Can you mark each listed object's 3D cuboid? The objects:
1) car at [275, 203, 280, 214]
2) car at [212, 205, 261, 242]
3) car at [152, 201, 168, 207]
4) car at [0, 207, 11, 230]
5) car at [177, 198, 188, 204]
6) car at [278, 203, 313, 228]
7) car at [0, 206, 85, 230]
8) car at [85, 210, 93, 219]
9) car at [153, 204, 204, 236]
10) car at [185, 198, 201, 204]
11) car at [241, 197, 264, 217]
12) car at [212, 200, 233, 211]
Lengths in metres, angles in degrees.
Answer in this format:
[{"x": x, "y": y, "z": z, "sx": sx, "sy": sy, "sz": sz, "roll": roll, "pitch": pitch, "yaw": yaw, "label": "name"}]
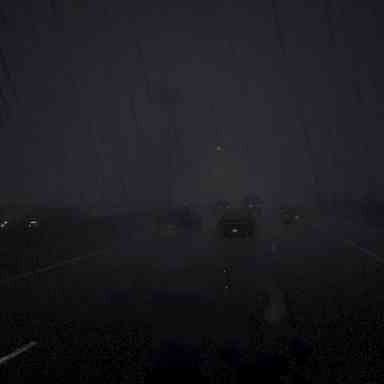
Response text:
[{"x": 11.104, "y": 1.971, "z": 40.688, "sx": 1.895, "sy": 1.301, "sz": 4.718, "roll": -1, "pitch": -1, "yaw": 12, "label": "car"}, {"x": 2.535, "y": 1.656, "z": 17.749, "sx": 1.882, "sy": 1.535, "sz": 5.008, "roll": -1, "pitch": -1, "yaw": 13, "label": "car"}, {"x": -5.868, "y": 2.410, "z": 62.301, "sx": 2.033, "sy": 1.411, "sz": 5.357, "roll": -1, "pitch": -2, "yaw": 13, "label": "car"}, {"x": -14.619, "y": 1.855, "z": 21.931, "sx": 1.882, "sy": 1.535, "sz": 5.008, "roll": -1, "pitch": -1, "yaw": 12, "label": "car"}, {"x": -1.469, "y": 2.244, "z": 66.016, "sx": 2.150, "sy": 2.045, "sz": 5.566, "roll": -1, "pitch": -3, "yaw": 13, "label": "car"}, {"x": 7.611, "y": 1.776, "z": 24.448, "sx": 1.994, "sy": 1.385, "sz": 4.181, "roll": -1, "pitch": -1, "yaw": 12, "label": "car"}, {"x": -8.227, "y": 1.633, "z": 18.419, "sx": 2.097, "sy": 1.767, "sz": 4.553, "roll": -1, "pitch": -1, "yaw": 12, "label": "car"}, {"x": -9.989, "y": 1.941, "z": 26.792, "sx": 2.033, "sy": 1.411, "sz": 5.357, "roll": -1, "pitch": -1, "yaw": 12, "label": "car"}, {"x": -0.547, "y": 1.723, "z": 19.997, "sx": 2.128, "sy": 1.511, "sz": 4.902, "roll": -1, "pitch": -1, "yaw": 13, "label": "car"}, {"x": 0.695, "y": 2.308, "z": 59.618, "sx": 1.994, "sy": 1.385, "sz": 4.181, "roll": -1, "pitch": -2, "yaw": 13, "label": "car"}, {"x": 6.564, "y": 1.579, "z": 36.243, "sx": 2.150, "sy": 2.045, "sz": 5.566, "roll": -1, "pitch": -1, "yaw": 12, "label": "car"}, {"x": 3.698, "y": 1.774, "z": 39.557, "sx": 2.097, "sy": 1.767, "sz": 4.553, "roll": -1, "pitch": -1, "yaw": 12, "label": "car"}]
